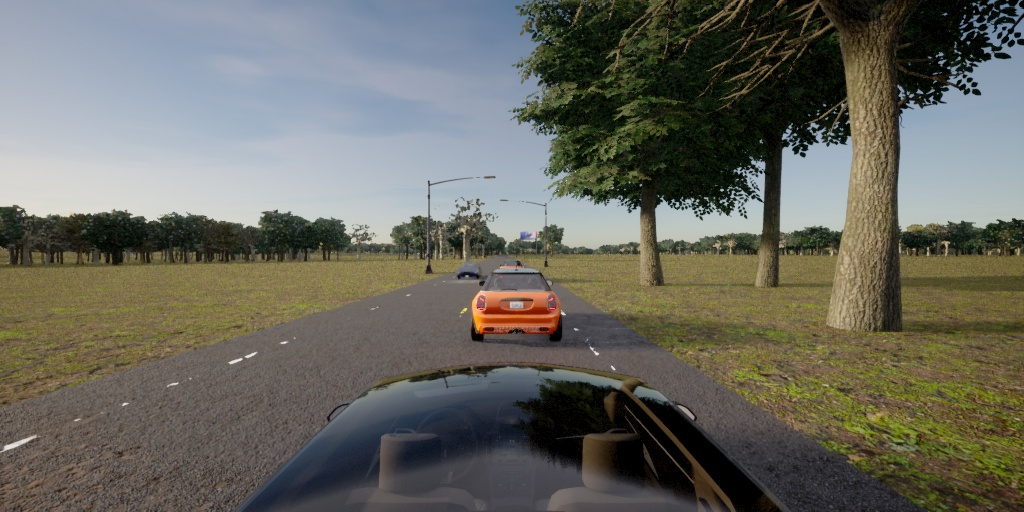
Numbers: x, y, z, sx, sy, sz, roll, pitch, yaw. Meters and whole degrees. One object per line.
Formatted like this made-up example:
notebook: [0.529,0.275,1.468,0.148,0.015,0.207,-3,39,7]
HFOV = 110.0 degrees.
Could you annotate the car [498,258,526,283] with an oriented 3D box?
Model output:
car: [0.060,1.078,28.858,2.097,1.767,4.553,0,0,1]

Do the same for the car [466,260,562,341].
car: [0.105,1.098,10.016,2.097,1.767,4.553,0,0,0]

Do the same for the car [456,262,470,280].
car: [-3.645,1.267,31.567,2.033,1.411,5.357,0,0,0]
